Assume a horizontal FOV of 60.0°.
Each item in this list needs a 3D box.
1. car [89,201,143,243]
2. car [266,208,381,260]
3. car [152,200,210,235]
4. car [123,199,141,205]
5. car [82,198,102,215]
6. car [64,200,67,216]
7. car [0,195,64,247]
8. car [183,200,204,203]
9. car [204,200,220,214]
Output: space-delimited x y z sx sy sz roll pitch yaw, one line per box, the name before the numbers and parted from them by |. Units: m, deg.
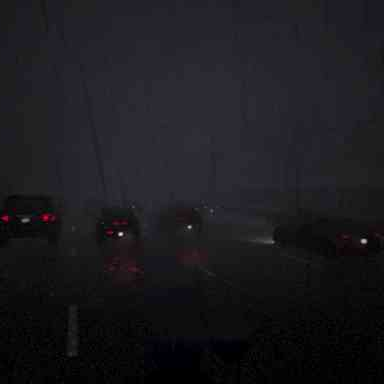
car | -3.728 1.426 15.889 1.837 1.490 4.892 0 1 -20
car | 4.860 1.541 12.593 1.994 1.385 4.181 0 0 -19
car | -0.933 1.428 18.479 1.837 1.490 4.892 0 0 -20
car | -6.207 1.401 33.251 1.994 1.385 4.181 0 0 -20
car | -9.328 1.319 31.583 2.128 1.511 4.902 0 0 -20
car | -12.536 1.168 30.157 2.097 1.767 4.553 0 0 -20
car | -7.099 1.127 14.936 2.150 2.045 5.566 0 0 -20
car | -1.044 1.428 29.175 2.033 1.411 5.357 0 0 -19
car | 1.097 1.474 33.609 1.895 1.301 4.718 0 0 -20
